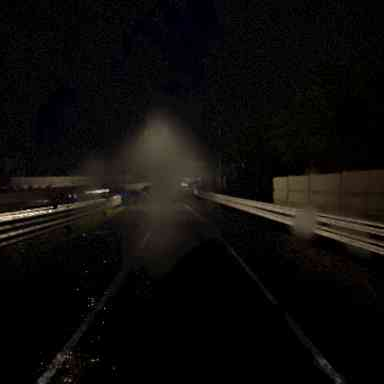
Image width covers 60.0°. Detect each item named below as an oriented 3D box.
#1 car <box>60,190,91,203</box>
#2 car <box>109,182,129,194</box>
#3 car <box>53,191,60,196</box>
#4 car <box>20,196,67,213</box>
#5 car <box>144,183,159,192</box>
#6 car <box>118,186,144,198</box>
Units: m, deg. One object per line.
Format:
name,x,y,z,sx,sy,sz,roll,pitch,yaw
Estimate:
car,-16.388,0.586,47.889,2.097,1.767,4.553,1,3,12
car,-15.453,-0.526,68.904,2.097,1.767,4.553,1,3,12
car,-19.307,0.569,50.994,1.837,1.490,4.892,1,3,12
car,-15.596,1.509,34.774,1.895,1.301,4.718,1,3,12
car,-9.979,-0.844,77.621,1.837,1.490,4.892,1,3,12
car,-10.610,0.173,58.185,1.882,1.535,5.008,1,3,12
